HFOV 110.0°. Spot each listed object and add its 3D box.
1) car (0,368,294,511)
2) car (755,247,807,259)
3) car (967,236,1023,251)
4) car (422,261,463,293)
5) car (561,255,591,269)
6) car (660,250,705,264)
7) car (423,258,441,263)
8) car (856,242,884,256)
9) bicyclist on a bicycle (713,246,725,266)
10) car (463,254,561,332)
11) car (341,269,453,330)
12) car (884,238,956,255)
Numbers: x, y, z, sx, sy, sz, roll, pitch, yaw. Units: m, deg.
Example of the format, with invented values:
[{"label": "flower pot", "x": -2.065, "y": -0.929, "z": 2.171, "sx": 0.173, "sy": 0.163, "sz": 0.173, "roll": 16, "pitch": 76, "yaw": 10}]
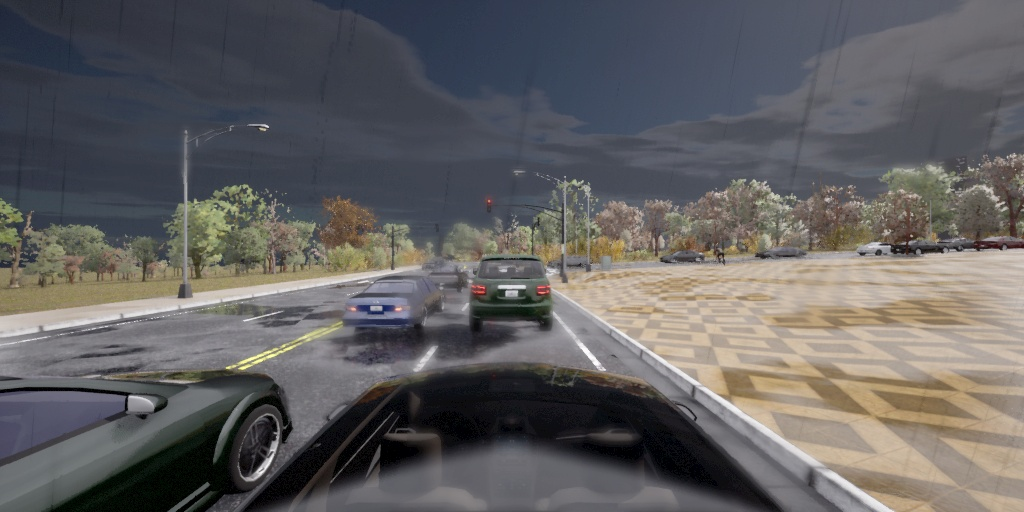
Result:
[{"label": "car", "x": -3.173, "y": 1.314, "z": 1.870, "sx": 1.994, "sy": 1.385, "sz": 4.181, "roll": 0, "pitch": 0, "yaw": 0}, {"label": "car", "x": 31.541, "y": -0.380, "z": 42.061, "sx": 5.357, "sy": 1.411, "sz": 2.033, "roll": -3, "pitch": 0, "yaw": -4}, {"label": "car", "x": 51.168, "y": -1.315, "z": 37.416, "sx": 5.008, "sy": 1.535, "sz": 1.882, "roll": -3, "pitch": 0, "yaw": -7}, {"label": "car", "x": -3.617, "y": 1.257, "z": 20.839, "sx": 2.128, "sy": 1.511, "sz": 4.902, "roll": 0, "pitch": 0, "yaw": 0}, {"label": "car", "x": 6.373, "y": 0.709, "z": 40.438, "sx": 4.902, "sy": 1.511, "sz": 2.128, "roll": -3, "pitch": 0, "yaw": -5}, {"label": "car", "x": 19.512, "y": 0.125, "z": 41.227, "sx": 4.892, "sy": 1.490, "sz": 1.837, "roll": -2, "pitch": 0, "yaw": -3}, {"label": "car", "x": -12.527, "y": 1.407, "z": 54.823, "sx": 1.994, "sy": 1.385, "sz": 4.181, "roll": 0, "pitch": 0, "yaw": -5}, {"label": "car", "x": 40.587, "y": -0.804, "z": 39.485, "sx": 4.674, "sy": 1.442, "sz": 1.812, "roll": -3, "pitch": 0, "yaw": -6}, {"label": "bicyclist on a bicycle", "x": 17.409, "y": 0.005, "z": 30.187, "sx": 0.582, "sy": 1.620, "sz": 1.656, "roll": -2, "pitch": 0, "yaw": -3}, {"label": "car", "x": -0.060, "y": 0.977, "z": 11.089, "sx": 2.150, "sy": 2.045, "sz": 5.566, "roll": 0, "pitch": 0, "yaw": -1}, {"label": "car", "x": -3.308, "y": 1.303, "z": 11.092, "sx": 2.033, "sy": 1.411, "sz": 5.357, "roll": 0, "pitch": 0, "yaw": -1}, {"label": "car", "x": 41.249, "y": -0.878, "z": 36.286, "sx": 5.008, "sy": 1.535, "sz": 1.882, "roll": -3, "pitch": 0, "yaw": -5}]
